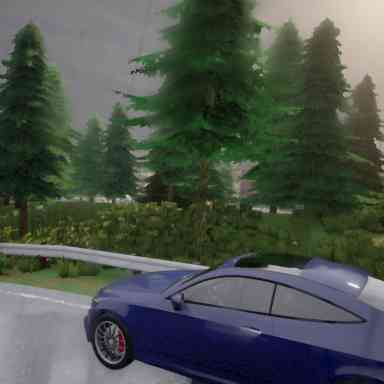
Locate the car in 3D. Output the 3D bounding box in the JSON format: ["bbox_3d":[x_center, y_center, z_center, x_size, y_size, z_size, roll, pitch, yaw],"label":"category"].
[{"bbox_3d":[0.770,1.499,4.089,4.674,1.442,1.812,1,1,31],"label":"car"}]
